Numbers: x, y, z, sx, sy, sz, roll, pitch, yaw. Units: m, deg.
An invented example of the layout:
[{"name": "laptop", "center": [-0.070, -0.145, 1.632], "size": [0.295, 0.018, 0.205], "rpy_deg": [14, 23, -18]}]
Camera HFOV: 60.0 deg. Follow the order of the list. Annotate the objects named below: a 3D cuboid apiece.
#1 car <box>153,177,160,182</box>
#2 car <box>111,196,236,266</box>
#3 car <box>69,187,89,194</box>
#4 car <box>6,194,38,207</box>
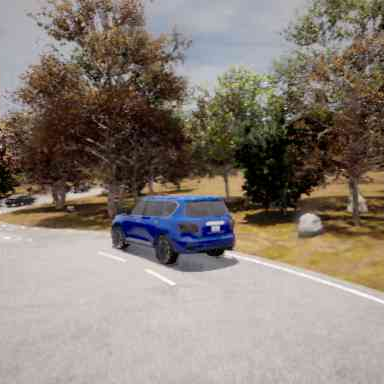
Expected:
[{"name": "car", "center": [-9.782, -3.360, 90.176], "size": [1.812, 1.442, 4.674], "rpy_deg": [-1, 5, 16]}, {"name": "car", "center": [-0.900, 1.149, 11.687], "size": [2.150, 2.045, 5.566], "rpy_deg": [-1, 0, -36]}, {"name": "car", "center": [-21.978, -0.512, 64.788], "size": [2.128, 1.511, 4.902], "rpy_deg": [-1, 5, 15]}, {"name": "car", "center": [-22.700, 1.090, 44.540], "size": [1.837, 1.490, 4.892], "rpy_deg": [-2, 3, 7]}]
